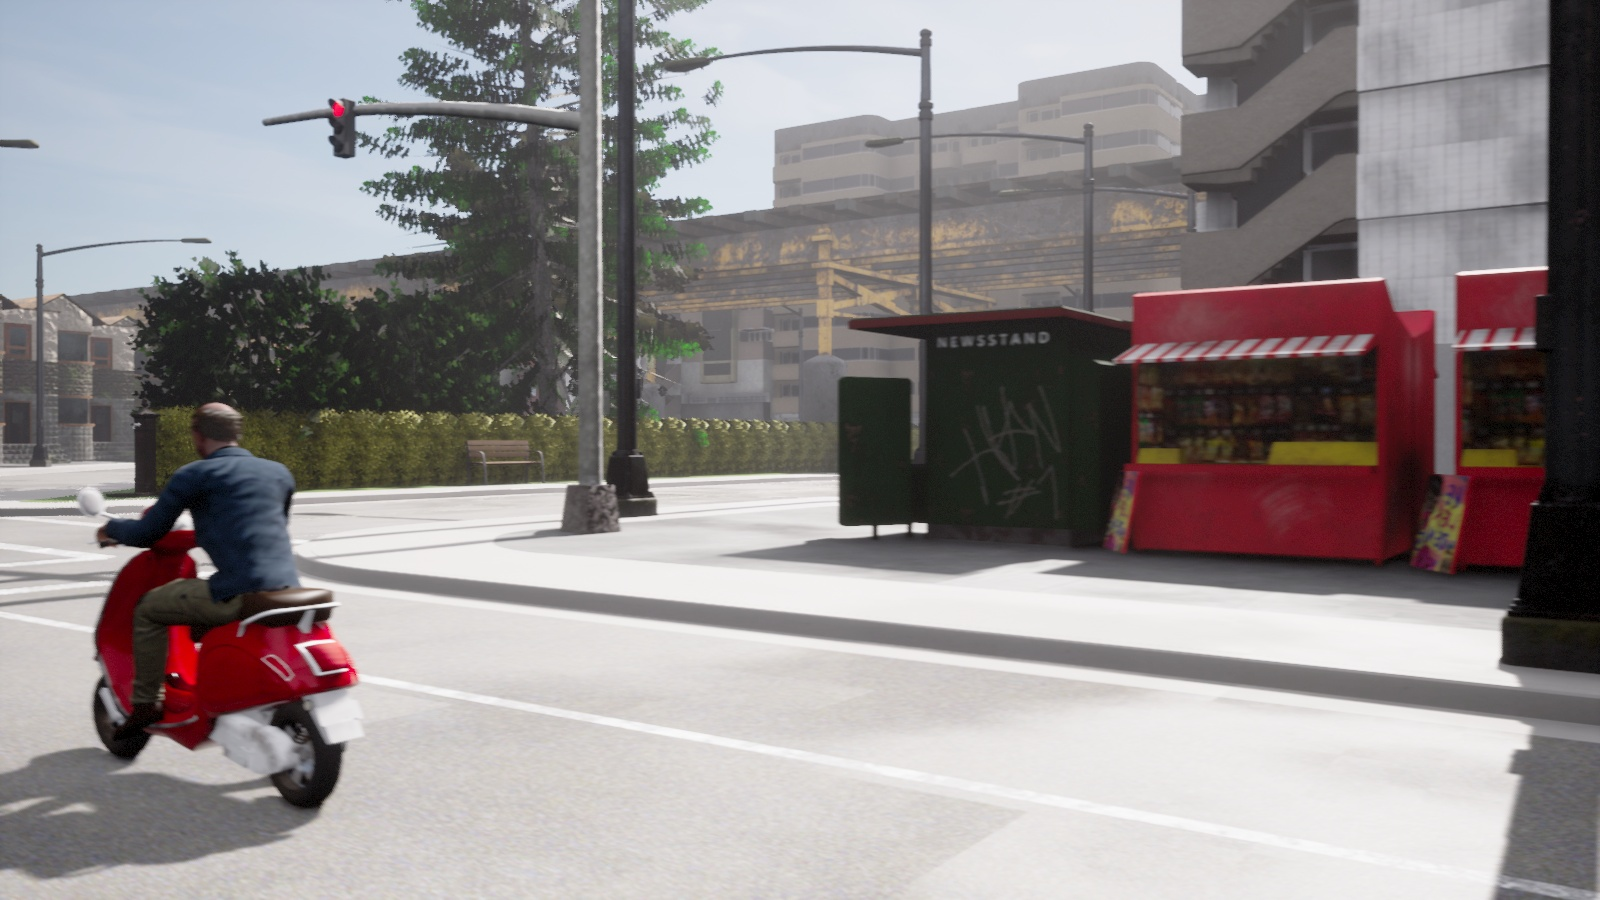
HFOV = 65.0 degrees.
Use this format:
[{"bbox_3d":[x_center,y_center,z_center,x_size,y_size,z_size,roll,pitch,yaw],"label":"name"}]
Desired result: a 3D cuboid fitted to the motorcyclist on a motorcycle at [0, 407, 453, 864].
[{"bbox_3d":[-2.410,0.640,5.225,1.817,1.590,0.866,0,1,34],"label":"motorcyclist on a motorcycle"}]
